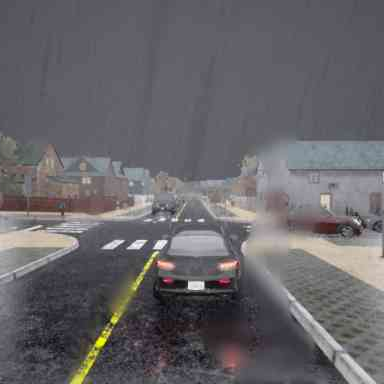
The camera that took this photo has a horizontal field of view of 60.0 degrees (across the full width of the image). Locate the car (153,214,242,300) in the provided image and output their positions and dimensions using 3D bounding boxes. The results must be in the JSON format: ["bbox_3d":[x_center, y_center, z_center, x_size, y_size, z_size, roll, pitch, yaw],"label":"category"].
[{"bbox_3d":[0.175,1.523,8.303,1.812,1.442,4.674,0,0,2],"label":"car"}]

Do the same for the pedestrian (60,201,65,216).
[{"bbox_3d":[-9.620,1.242,24.741,0.500,1.100,0.500,0,0,1],"label":"pedestrian"}]

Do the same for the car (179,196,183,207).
[{"bbox_3d":[-2.720,1.548,46.677,1.994,1.385,4.181,0,0,0],"label":"car"}]

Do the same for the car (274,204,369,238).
[{"bbox_3d":[7.081,1.547,18.942,4.553,1.767,2.097,1,1,8],"label":"car"}]

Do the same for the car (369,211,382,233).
[{"bbox_3d":[12.822,1.824,21.419,4.181,1.385,1.994,1,1,1],"label":"car"}]

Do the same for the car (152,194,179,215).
[{"bbox_3d":[-2.771,1.212,34.055,2.150,2.045,5.566,0,0,0],"label":"car"}]
